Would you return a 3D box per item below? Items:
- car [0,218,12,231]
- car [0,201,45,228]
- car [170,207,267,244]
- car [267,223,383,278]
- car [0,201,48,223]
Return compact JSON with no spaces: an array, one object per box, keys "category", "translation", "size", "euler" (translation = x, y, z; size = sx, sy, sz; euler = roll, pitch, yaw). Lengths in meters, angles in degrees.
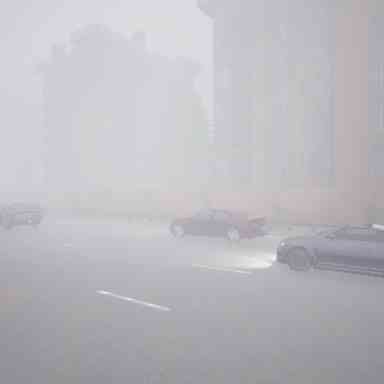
[{"category":"car","translation":[-7.158,1.504,9.106],"size":[4.892,1.490,1.837],"euler":[0,0,36]},{"category":"car","translation":[-11.389,1.492,20.729],"size":[4.902,1.511,2.128],"euler":[0,0,36]},{"category":"car","translation":[1.188,1.477,16.048],"size":[5.008,1.535,1.882],"euler":[0,0,36]},{"category":"car","translation":[4.565,1.564,9.336],"size":[4.181,1.385,1.994],"euler":[0,0,36]},{"category":"car","translation":[-13.807,1.505,26.758],"size":[4.892,1.490,1.837],"euler":[0,0,36]}]
